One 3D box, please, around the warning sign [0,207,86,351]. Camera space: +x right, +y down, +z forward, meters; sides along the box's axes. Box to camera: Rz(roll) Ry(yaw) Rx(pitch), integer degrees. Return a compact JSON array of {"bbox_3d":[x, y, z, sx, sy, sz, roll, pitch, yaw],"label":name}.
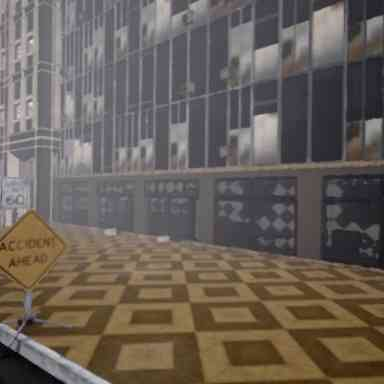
[{"bbox_3d":[-2.553,1.184,5.197,1.060,1.860,1.300,1,-1,39],"label":"warning sign"}]
